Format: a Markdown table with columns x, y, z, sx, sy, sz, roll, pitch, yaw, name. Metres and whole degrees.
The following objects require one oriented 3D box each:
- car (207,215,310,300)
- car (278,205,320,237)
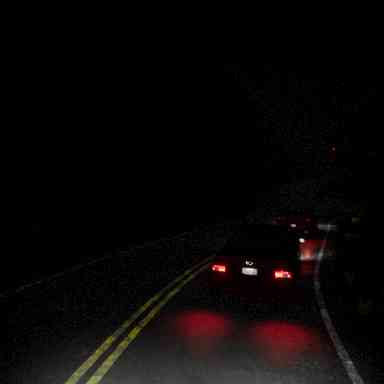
| x | y | z | sx | sy | sz | roll | pitch | yaw | name |
| --- | --- | --- | --- | --- | --- | --- | --- | --- | --- |
| 1.867 | 1.549 | 8.661 | 2.033 | 1.411 | 5.357 | 2 | 0 | 18 | car |
| 5.947 | 1.486 | 18.510 | 1.882 | 1.535 | 5.008 | 2 | 1 | 23 | car |
